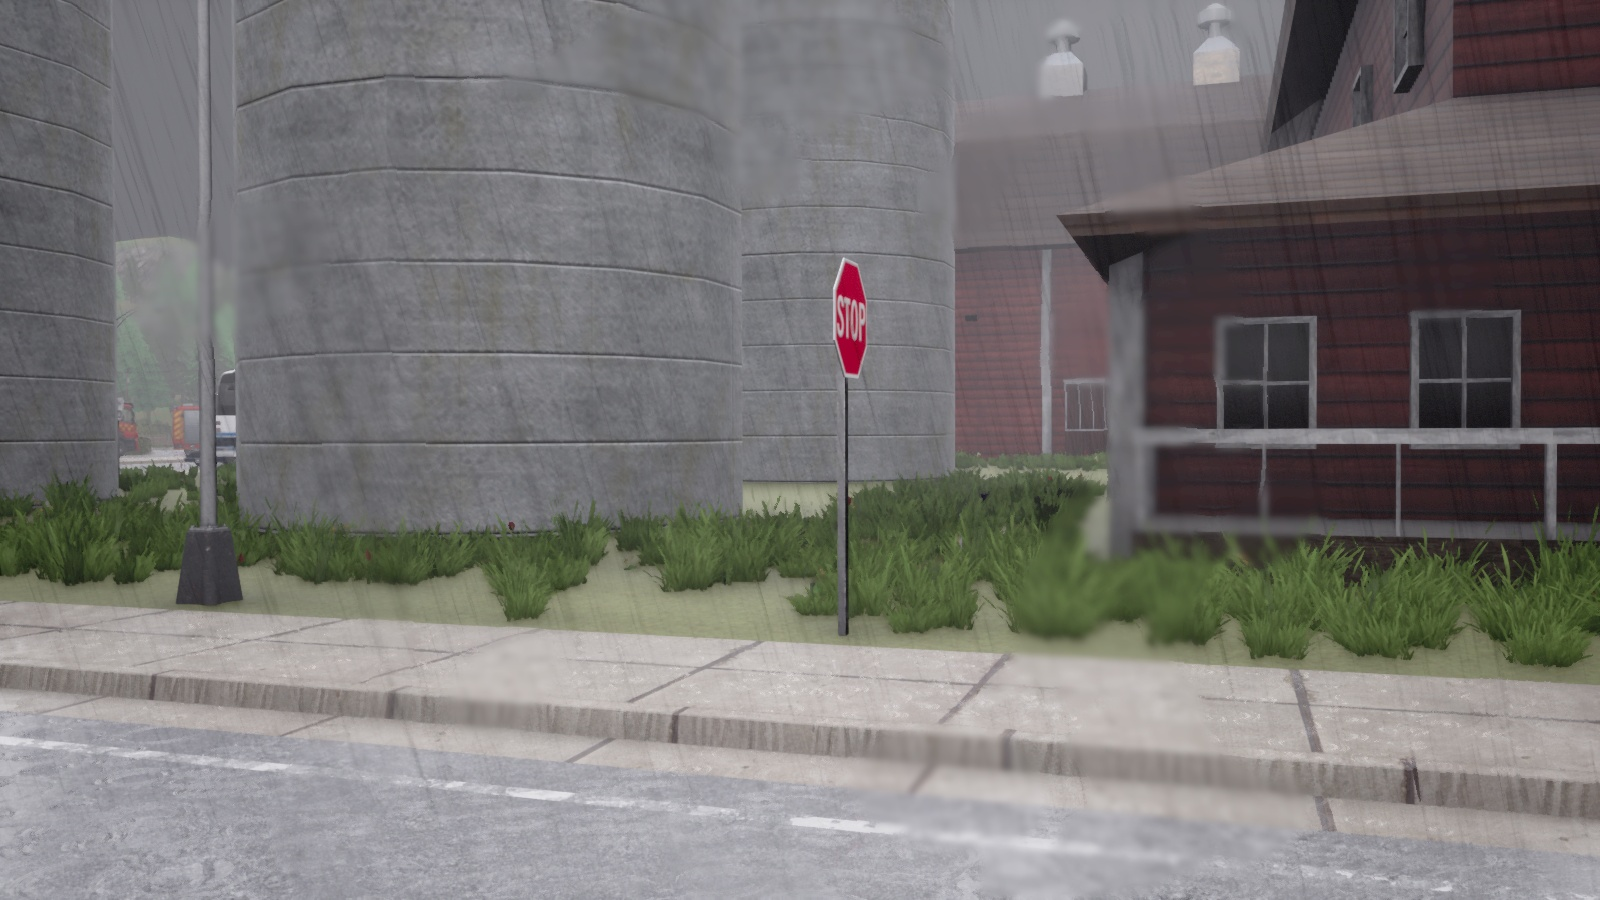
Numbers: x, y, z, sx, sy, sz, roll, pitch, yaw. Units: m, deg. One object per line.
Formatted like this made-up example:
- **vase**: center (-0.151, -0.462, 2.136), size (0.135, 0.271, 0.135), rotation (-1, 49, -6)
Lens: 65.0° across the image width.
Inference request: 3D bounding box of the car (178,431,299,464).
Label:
- **car**: center (-25.765, -0.148, 57.832), size (2.033, 1.411, 5.357), rotation (1, 1, 18)

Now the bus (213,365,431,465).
- **bus**: center (-21.871, -1.568, 58.478), size (3.944, 4.253, 10.273), rotation (1, 1, 18)

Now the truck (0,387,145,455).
- **truck**: center (-43.748, -1.705, 75.116), size (2.891, 3.827, 8.468), rotation (1, 1, 18)

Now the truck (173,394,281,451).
- **truck**: center (-40.253, -1.909, 88.594), size (2.891, 3.827, 8.468), rotation (0, 1, 7)
